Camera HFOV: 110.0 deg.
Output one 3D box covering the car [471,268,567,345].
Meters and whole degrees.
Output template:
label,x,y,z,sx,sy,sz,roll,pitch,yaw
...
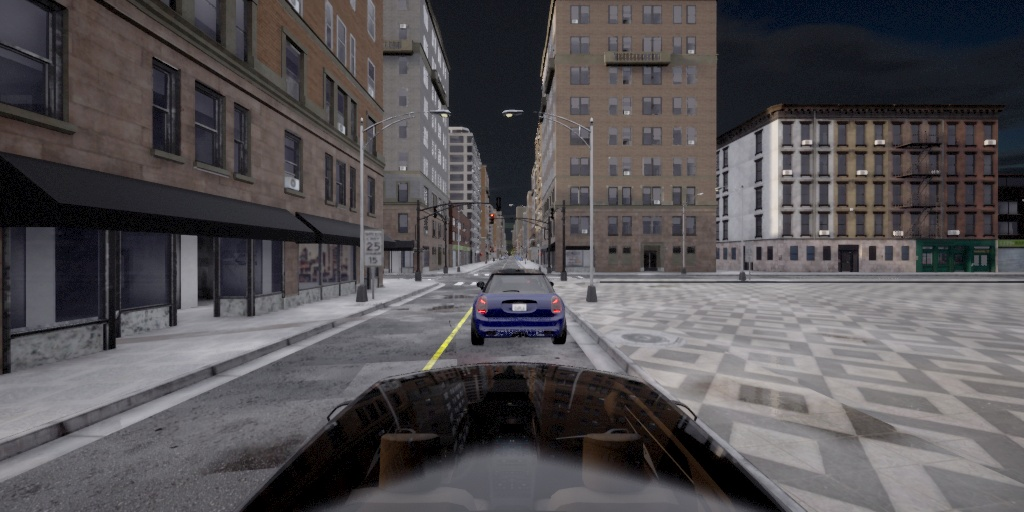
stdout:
label,x,y,z,sx,sy,sz,roll,pitch,yaw
car,0.102,1.102,9.661,2.097,1.767,4.553,0,0,-1
